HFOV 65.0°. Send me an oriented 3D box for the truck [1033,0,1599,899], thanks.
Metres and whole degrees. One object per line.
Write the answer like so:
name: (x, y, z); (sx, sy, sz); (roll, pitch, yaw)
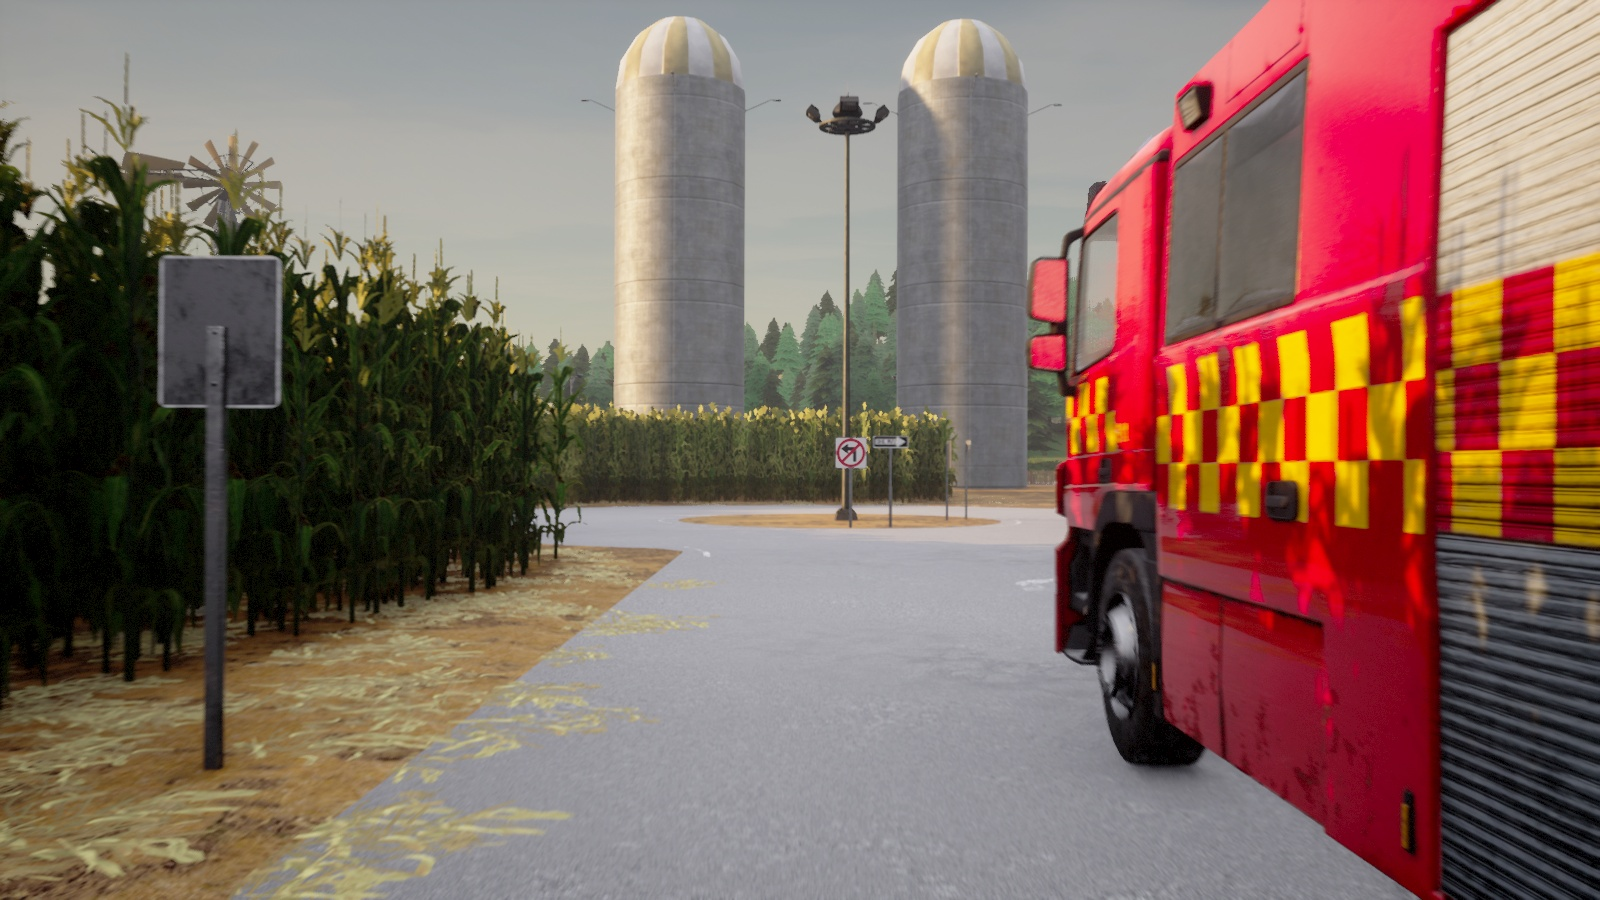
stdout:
truck: (3.084, -0.292, 4.484); (2.891, 3.827, 8.468); (0, -1, 0)
